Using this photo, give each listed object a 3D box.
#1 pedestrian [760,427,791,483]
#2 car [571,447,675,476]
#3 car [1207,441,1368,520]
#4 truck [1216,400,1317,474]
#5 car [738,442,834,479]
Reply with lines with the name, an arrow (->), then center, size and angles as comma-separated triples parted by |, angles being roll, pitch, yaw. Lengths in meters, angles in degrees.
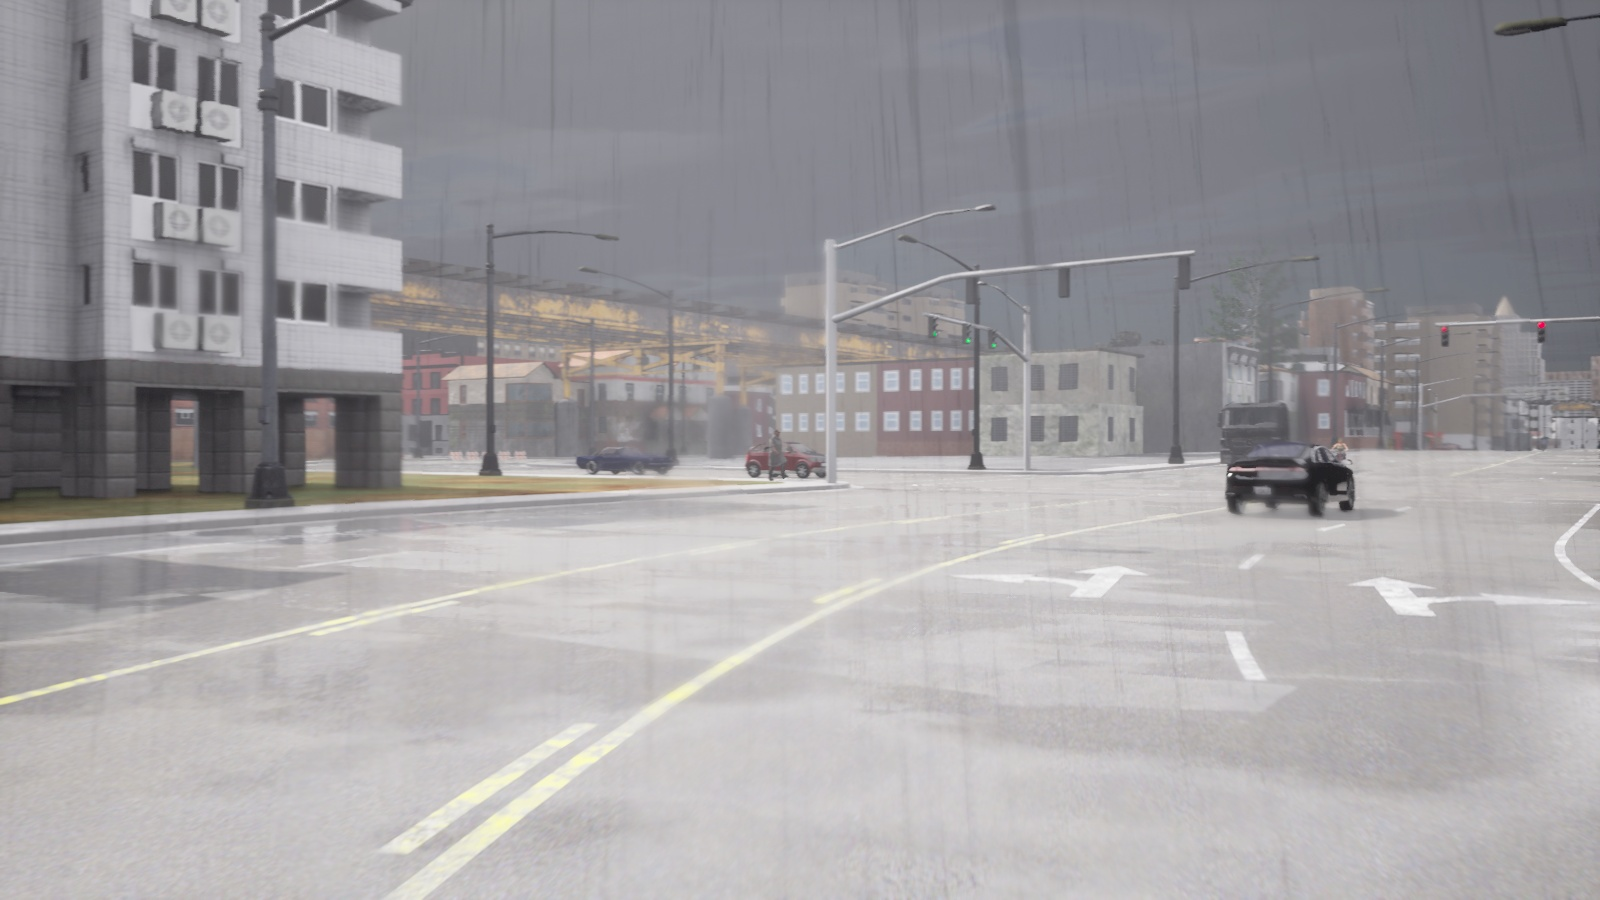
pedestrian -> -0.872, 0.157, 44.291 | 0.873, 1.952, 0.659 | 0, 0, 41
car -> -8.280, 0.501, 58.625 | 4.718, 1.301, 1.895 | 0, 0, 33
car -> 10.472, 0.570, 26.748 | 2.128, 1.511, 4.902 | 0, 0, 34
truck -> 23.532, -0.686, 63.077 | 2.891, 3.462, 7.936 | 0, 1, 35
car -> -0.609, 0.421, 53.591 | 3.705, 1.549, 1.789 | 0, 0, 34
